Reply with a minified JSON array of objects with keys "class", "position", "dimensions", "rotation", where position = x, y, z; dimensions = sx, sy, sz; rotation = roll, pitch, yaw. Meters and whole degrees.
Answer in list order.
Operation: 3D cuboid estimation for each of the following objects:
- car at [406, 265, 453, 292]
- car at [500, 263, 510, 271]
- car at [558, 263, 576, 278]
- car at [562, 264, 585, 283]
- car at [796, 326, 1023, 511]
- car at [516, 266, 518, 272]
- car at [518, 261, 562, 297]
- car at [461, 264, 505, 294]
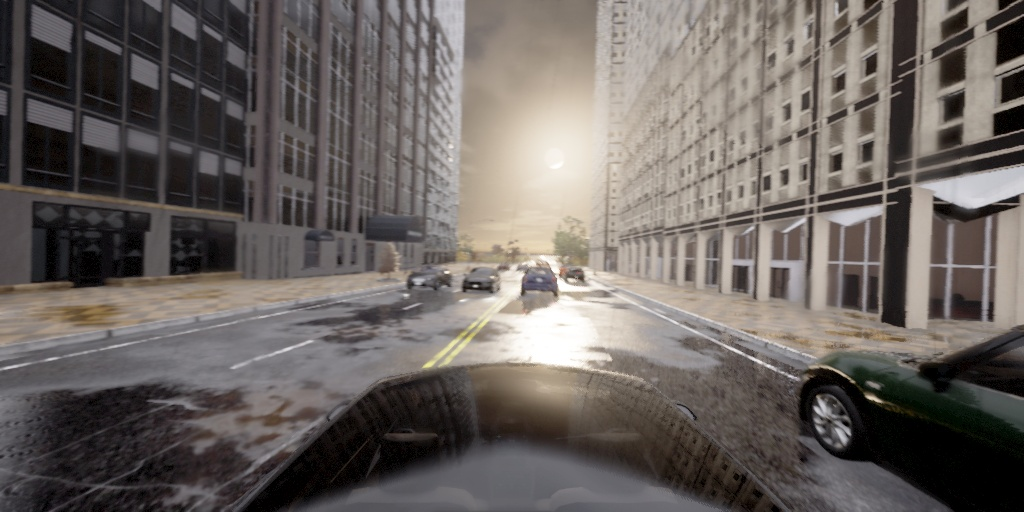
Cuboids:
[{"class":"car","position":[-4.983,1.297,22.297],"dimensions":[2.128,1.511,4.902],"rotation":[2,-1,5]},{"class":"car","position":[-1.400,1.938,62.590],"dimensions":[1.895,1.301,4.718],"rotation":[2,-1,6]},{"class":"car","position":[7.159,1.821,47.186],"dimensions":[2.097,1.767,4.553],"rotation":[2,-1,5]},{"class":"car","position":[6.149,1.816,35.560],"dimensions":[1.837,1.490,4.892],"rotation":[2,-2,5]},{"class":"car","position":[4.302,1.251,2.342],"dimensions":[2.097,1.767,4.553],"rotation":[2,-1,5]},{"class":"car","position":[1.805,1.985,61.924],"dimensions":[2.033,1.411,5.357],"rotation":[2,-1,6]},{"class":"car","position":[1.694,1.375,21.739],"dimensions":[2.097,1.767,4.553],"rotation":[2,-1,5]},{"class":"car","position":[-1.764,1.413,21.815],"dimensions":[1.837,1.490,4.892],"rotation":[2,-1,5]}]
